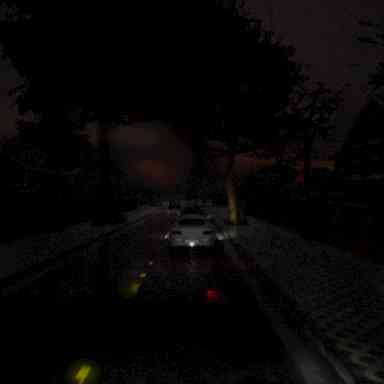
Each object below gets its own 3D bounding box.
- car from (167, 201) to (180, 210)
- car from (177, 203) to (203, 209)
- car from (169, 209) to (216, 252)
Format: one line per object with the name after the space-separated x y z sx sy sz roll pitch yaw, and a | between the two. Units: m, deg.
-2.749 2.053 51.627 1.895 1.301 4.718 0 0 0 | car
0.006 1.834 29.315 1.994 1.385 4.181 0 0 0 | car
0.005 1.662 14.384 1.812 1.442 4.674 0 0 0 | car
